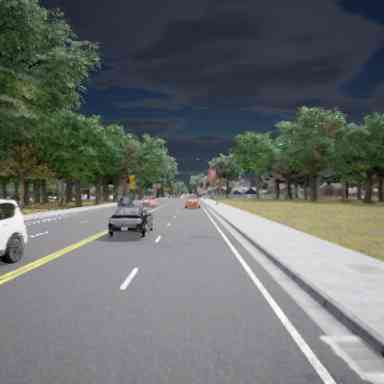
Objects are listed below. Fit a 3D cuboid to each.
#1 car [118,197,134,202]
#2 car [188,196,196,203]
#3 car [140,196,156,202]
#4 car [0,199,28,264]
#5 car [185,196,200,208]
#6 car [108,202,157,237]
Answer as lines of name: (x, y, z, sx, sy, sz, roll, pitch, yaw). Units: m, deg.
car: (-9.818, 1.565, 49.459, 1.837, 1.490, 4.892, 0, 0, 0)
car: (0.010, 1.650, 71.753, 1.837, 1.490, 4.892, 0, 0, 0)
car: (-6.566, 1.416, 49.855, 2.097, 1.767, 4.553, 0, 0, 0)
car: (-6.599, 1.223, 8.930, 2.150, 2.045, 5.566, 0, 0, 0)
car: (0.107, 1.414, 49.516, 2.097, 1.767, 4.553, 0, 0, 0)
car: (-3.147, 1.500, 17.892, 2.128, 1.511, 4.902, 0, 0, 0)
